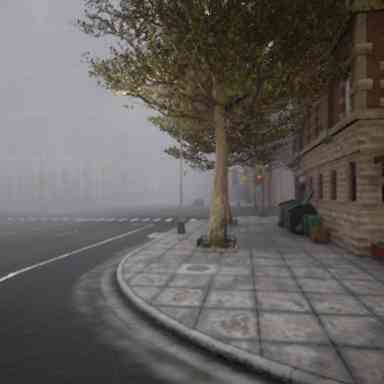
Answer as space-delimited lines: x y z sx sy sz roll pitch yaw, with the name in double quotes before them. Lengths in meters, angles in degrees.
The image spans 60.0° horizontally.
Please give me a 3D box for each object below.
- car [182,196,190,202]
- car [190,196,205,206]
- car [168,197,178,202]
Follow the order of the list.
"car" -1.719 1.869 88.988 2.097 1.767 4.553 0 0 9
"car" 1.313 1.895 63.011 1.812 1.442 4.674 0 0 9
"car" -5.185 2.125 89.477 1.895 1.301 4.718 0 0 9
